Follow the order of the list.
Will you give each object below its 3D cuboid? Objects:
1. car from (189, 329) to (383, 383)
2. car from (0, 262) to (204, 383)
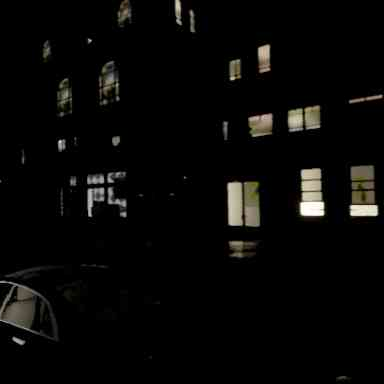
[{"bbox_3d":[2.473,1.509,1.125,4.829,1.417,1.752,-1,-1,36],"label":"car"},{"bbox_3d":[-1.848,1.594,4.207,4.403,1.369,2.008,-1,-1,36],"label":"car"}]
